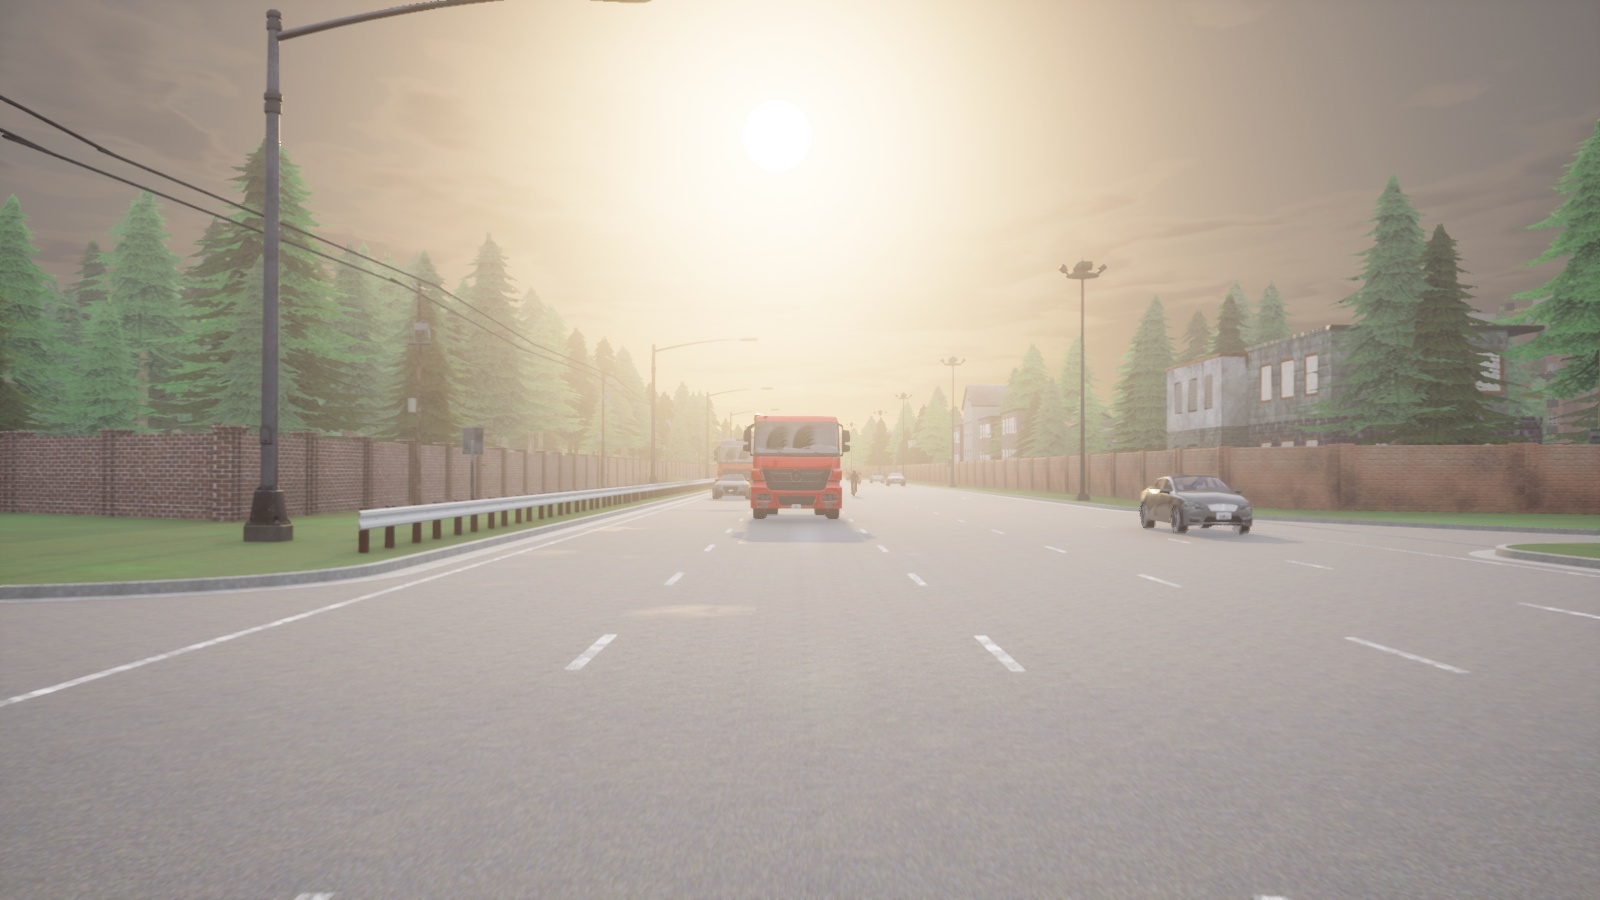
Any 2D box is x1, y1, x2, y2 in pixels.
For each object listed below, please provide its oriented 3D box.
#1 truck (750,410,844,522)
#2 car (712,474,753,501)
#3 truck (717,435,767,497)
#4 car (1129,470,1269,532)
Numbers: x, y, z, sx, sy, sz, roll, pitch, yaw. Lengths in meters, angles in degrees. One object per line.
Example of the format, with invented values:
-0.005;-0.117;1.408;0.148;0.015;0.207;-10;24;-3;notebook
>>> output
-0.112;0.552;42.910;2.891;3.462;7.936;0;-1;0;truck
-3.673;2.048;68.970;1.994;1.385;4.181;0;-1;0;car
-3.710;1.036;81.878;2.891;3.827;8.468;0;-1;0;truck
10.416;1.286;33.251;2.128;1.511;4.902;0;-1;0;car
